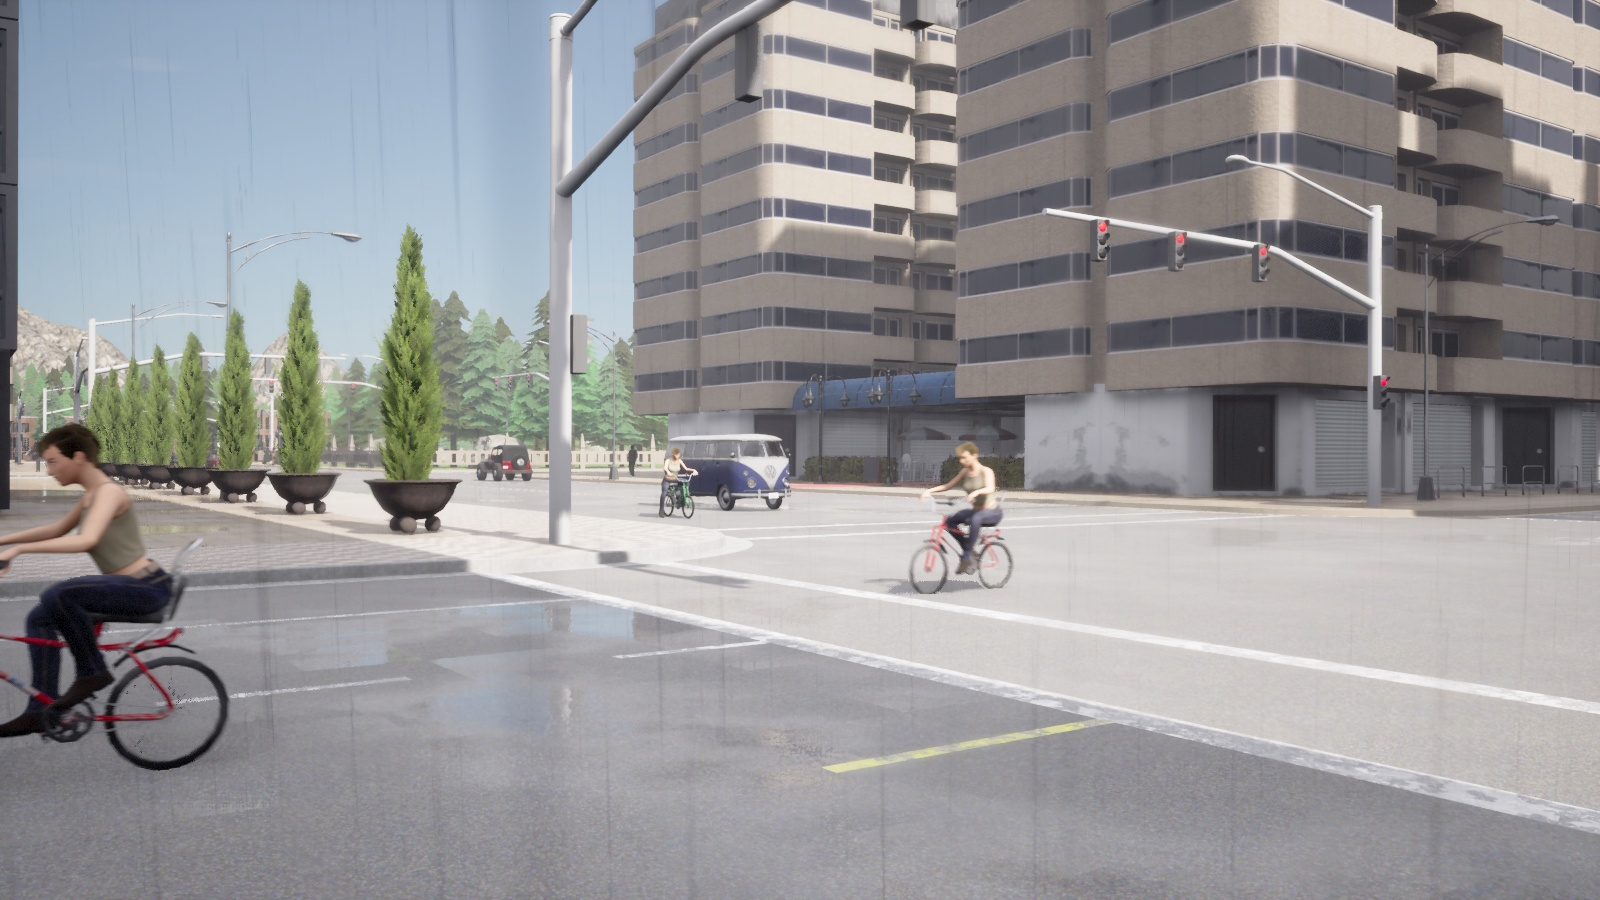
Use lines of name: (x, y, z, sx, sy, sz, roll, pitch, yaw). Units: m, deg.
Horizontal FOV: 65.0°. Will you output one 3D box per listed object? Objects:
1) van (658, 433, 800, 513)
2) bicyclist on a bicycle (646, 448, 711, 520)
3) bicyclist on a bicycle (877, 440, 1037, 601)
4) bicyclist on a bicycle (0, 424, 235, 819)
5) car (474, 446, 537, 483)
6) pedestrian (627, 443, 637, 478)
van: (-1.986, 0.584, 33.753, 1.775, 1.987, 4.442, 0, 0, -35)
bicyclist on a bicycle: (-2.792, 0.758, 28.742, 0.866, 1.612, 1.509, 0, 0, -35)
bicyclist on a bicycle: (1.682, 0.711, 13.415, 1.509, 1.612, 0.866, 0, 0, -35)
bicyclist on a bicycle: (-3.406, 0.702, 5.558, 1.509, 1.612, 0.866, 0, 0, -35)
car: (-15.399, 0.734, 65.583, 1.905, 1.878, 3.866, 0, 0, -34)
pedestrian: (-9.370, 0.589, 70.030, 0.395, 1.930, 0.692, 0, 0, -25)
